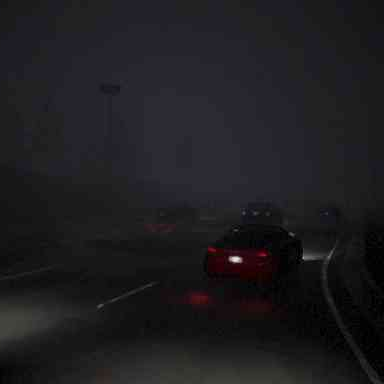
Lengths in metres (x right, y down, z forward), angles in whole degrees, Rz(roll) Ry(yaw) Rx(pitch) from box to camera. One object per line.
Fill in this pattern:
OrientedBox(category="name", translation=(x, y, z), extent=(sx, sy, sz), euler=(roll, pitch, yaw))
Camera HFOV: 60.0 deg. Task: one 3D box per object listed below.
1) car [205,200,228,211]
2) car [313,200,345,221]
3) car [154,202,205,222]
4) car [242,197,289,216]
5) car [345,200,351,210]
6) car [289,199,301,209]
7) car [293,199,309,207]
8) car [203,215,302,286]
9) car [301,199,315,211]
OrientedBox(category="car", translation=(2.869, 1.670, 42.200), extent=(2.033, 1.411, 5.357), euler=(1, 0, 27))
OrientedBox(category="car", translation=(12.675, 1.719, 30.640), extent=(1.882, 1.535, 5.008), euler=(1, 0, 27))
OrientedBox(category="car", translation=(-1.110, 1.513, 26.787), extent=(1.882, 1.535, 5.008), euler=(1, 0, 27))
OrientedBox(category="car", translation=(5.123, 1.472, 23.598), extent=(2.097, 1.767, 4.553), euler=(1, 0, 27))
OrientedBox(category="car", translation=(23.150, 1.922, 51.020), extent=(2.128, 1.511, 4.902), euler=(1, 0, 27))
OrientedBox(category="car", translation=(14.841, 1.858, 50.387), extent=(2.033, 1.411, 5.357), euler=(1, 0, 27))
OrientedBox(category="car", translation=(19.604, 1.961, 59.654), extent=(1.994, 1.385, 4.181), euler=(1, 0, 27))
OrientedBox(category="car", translation=(1.959, 1.611, 9.791), extent=(1.994, 1.385, 4.181), euler=(1, 0, 27))
OrientedBox(category="car", translation=(16.934, 1.838, 46.583), extent=(1.837, 1.490, 4.892), euler=(1, 0, 27))
